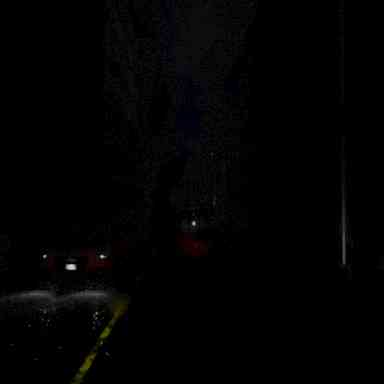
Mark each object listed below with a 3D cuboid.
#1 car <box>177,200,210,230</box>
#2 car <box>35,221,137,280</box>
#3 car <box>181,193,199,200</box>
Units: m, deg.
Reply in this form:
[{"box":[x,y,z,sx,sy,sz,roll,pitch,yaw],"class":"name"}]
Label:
[{"box":[0.099,1.518,21.049,1.837,1.490,4.892,0,0,0],"class":"car"},{"box":[-2.849,1.575,9.807,1.994,1.385,4.181,0,0,0],"class":"car"},{"box":[0.102,1.349,37.741,2.097,1.767,4.553,0,0,0],"class":"car"}]
